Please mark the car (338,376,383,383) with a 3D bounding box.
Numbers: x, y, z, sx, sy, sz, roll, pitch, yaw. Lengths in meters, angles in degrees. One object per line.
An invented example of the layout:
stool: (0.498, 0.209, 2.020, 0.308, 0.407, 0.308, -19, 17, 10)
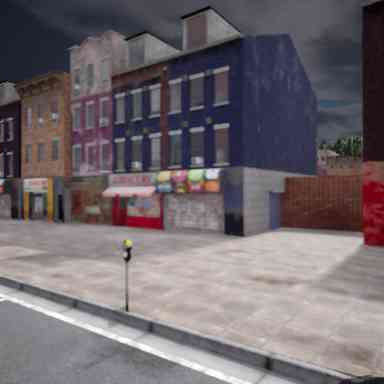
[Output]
car: (2.418, 1.561, 1.085, 4.313, 1.339, 1.947, 0, 0, 35)
